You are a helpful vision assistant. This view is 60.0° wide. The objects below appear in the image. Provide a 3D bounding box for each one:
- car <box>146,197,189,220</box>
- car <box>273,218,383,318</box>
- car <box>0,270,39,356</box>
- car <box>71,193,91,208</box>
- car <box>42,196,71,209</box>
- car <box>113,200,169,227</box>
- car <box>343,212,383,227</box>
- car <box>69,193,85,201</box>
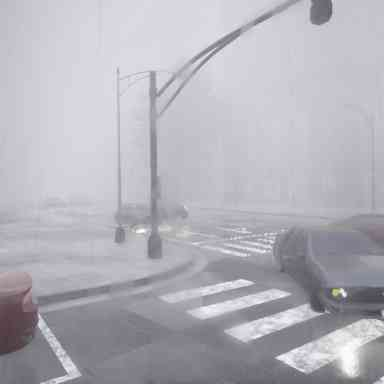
[{"bbox_3d":[-2.199,1.202,25.622,2.097,1.767,4.553,-1,1,-36],"label":"car"},{"bbox_3d":[3.265,1.547,7.920,2.033,1.411,5.357,0,0,3],"label":"car"},{"bbox_3d":[-4.179,1.545,3.677,4.507,1.381,1.887,0,-1,-36],"label":"car"},{"bbox_3d":[-14.830,1.222,43.354,2.033,1.411,5.357,-1,1,-35],"label":"car"},{"bbox_3d":[-16.846,1.278,40.574,2.033,1.411,5.357,-1,1,-35],"label":"car"},{"bbox_3d":[-3.611,1.478,22.004,1.994,1.385,4.181,-1,1,-35],"label":"car"},{"bbox_3d":[7.309,1.488,12.312,1.812,1.442,4.674,-1,0,-36],"label":"car"},{"bbox_3d":[-22.843,0.924,66.041,1.812,1.442,4.674,-1,1,-36],"label":"car"}]
